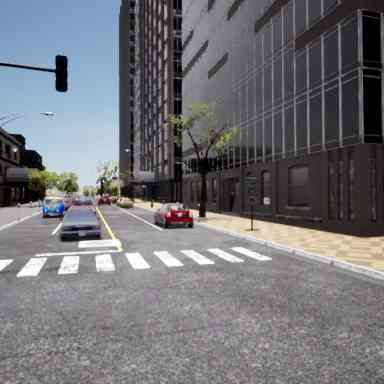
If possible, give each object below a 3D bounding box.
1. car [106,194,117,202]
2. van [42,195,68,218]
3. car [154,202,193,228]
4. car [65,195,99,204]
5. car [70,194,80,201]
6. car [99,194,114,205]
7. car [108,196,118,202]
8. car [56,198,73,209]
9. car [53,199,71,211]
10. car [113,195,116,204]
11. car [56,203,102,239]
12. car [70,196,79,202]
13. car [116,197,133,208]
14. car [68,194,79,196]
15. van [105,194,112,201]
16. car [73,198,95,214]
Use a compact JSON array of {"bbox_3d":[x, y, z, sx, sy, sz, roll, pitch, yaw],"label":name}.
[{"bbox_3d":[-19.551,1.368,80.418,2.192,1.841,5.009,1,0,-17],"label":"car"},{"bbox_3d":[-12.632,1.360,30.394,1.690,1.788,3.998,1,0,-17],"label":"van"},{"bbox_3d":[-1.318,1.455,22.328,1.967,1.590,4.097,1,0,-17],"label":"car"},{"bbox_3d":[-8.911,1.369,27.160,2.097,1.767,4.553,0,0,-17],"label":"car"},{"bbox_3d":[-29.207,1.369,83.198,2.192,1.841,5.009,1,0,-17],"label":"car"},{"bbox_3d":[-15.132,1.389,57.310,2.097,1.767,4.553,0,0,-17],"label":"car"},{"bbox_3d":[-17.947,1.575,75.298,1.752,1.417,4.829,1,0,-17],"label":"car"},{"bbox_3d":[-17.608,1.595,46.234,1.947,1.339,4.313,1,0,-17],"label":"car"},{"bbox_3d":[-15.951,1.608,40.953,1.802,1.307,4.206,1,0,-17],"label":"car"},{"bbox_3d":[-11.316,1.561,54.175,1.752,1.417,4.829,1,0,-17],"label":"car"},{"bbox_3d":[-5.974,1.558,17.707,2.033,1.411,5.357,0,0,-21],"label":"car"},{"bbox_3d":[-27.502,1.575,77.755,1.752,1.417,4.829,1,0,-17],"label":"car"},{"bbox_3d":[-9.659,1.558,48.895,1.752,1.417,4.829,1,0,-17],"label":"car"},{"bbox_3d":[-20.919,1.351,56.796,2.192,1.841,5.009,1,0,-17],"label":"car"},{"bbox_3d":[-22.866,1.401,90.979,1.690,1.788,3.998,1,0,-17],"label":"van"},{"bbox_3d":[-11.992,1.515,37.069,2.128,1.511,4.902,0,0,-17],"label":"car"}]
